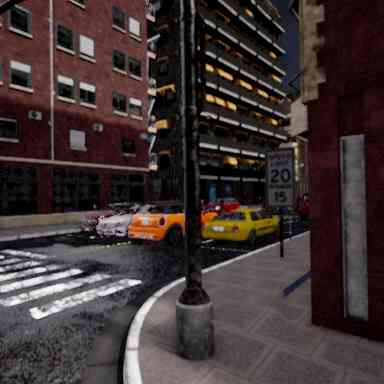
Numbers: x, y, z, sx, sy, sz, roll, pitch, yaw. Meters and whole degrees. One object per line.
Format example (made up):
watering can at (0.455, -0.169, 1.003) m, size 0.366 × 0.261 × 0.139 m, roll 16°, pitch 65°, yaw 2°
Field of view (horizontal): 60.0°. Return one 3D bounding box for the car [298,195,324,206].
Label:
car at (16.087, 1.150, 44.894) m, size 2.008 × 1.369 × 4.403 m, roll -1°, pitch 0°, yaw 39°

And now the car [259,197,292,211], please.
car at (9.144, 1.237, 36.207) m, size 1.887 × 1.381 × 4.507 m, roll -1°, pitch 0°, yaw 38°

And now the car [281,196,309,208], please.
car at (12.592, 1.227, 40.571) m, size 1.802 × 1.307 × 4.206 m, roll -1°, pitch 0°, yaw 38°

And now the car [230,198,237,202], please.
car at (2.399, 1.231, 27.379) m, size 1.967 × 1.590 × 4.097 m, roll -1°, pitch 0°, yaw 37°

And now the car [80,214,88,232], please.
car at (-4.139, 1.335, 18.416) m, size 1.967 × 1.590 × 4.097 m, roll -1°, pitch 0°, yaw 35°

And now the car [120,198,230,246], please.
car at (-0.533, 1.149, 14.301) m, size 2.097 × 1.767 × 4.553 m, roll -1°, pitch 0°, yaw 35°

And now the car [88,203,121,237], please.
car at (-2.474, 1.376, 16.461) m, size 1.812 × 1.442 × 4.674 m, roll -1°, pitch 0°, yaw 36°

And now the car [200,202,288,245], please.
car at (2.293, 1.259, 13.776) m, size 1.752 × 1.417 × 4.829 m, roll -1°, pitch 0°, yaw 36°

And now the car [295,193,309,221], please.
car at (8.841, 0.942, 22.598) m, size 2.192 × 1.841 × 5.009 m, roll -1°, pitch 0°, yaw 37°

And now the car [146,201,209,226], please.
car at (-0.896, 1.387, 22.910) m, size 1.887 × 1.381 × 4.507 m, roll -1°, pitch 0°, yaw 36°

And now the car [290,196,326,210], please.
car at (13.029, 1.162, 37.087) m, size 2.033 × 1.411 × 5.357 m, roll -1°, pitch 0°, yaw 39°
